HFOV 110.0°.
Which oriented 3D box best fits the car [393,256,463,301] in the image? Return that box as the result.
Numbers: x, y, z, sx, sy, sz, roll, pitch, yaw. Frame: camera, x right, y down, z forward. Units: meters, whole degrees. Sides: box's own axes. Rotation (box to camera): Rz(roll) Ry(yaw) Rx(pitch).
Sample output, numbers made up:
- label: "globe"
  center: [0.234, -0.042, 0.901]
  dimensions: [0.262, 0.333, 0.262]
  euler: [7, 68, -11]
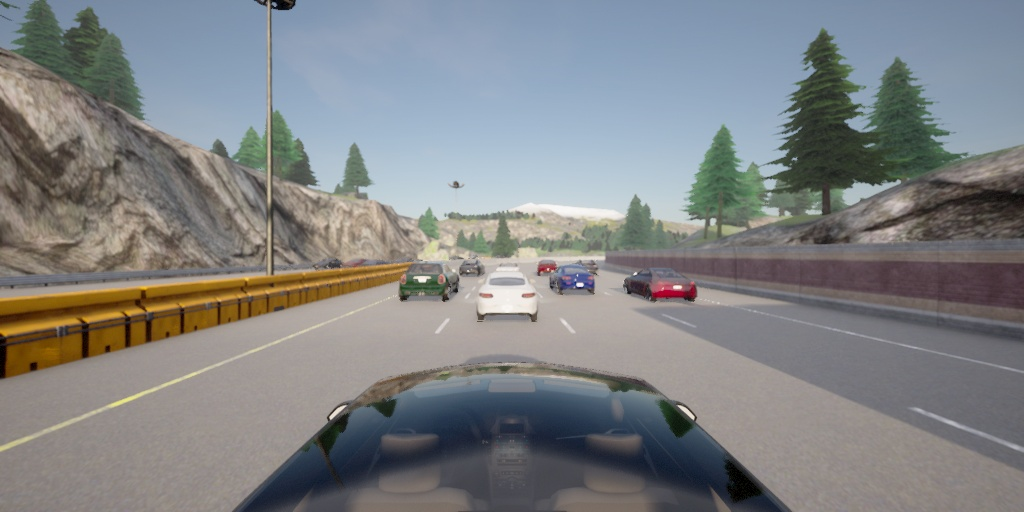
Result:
- label: "car"
  center: [-3.787, 1.034, 17.058]
  dimensions: [2.097, 1.767, 4.553]
  euler: [0, 0, -1]

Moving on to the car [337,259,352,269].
- label: "car"
  center: [-20.115, 1.038, 46.817]
  dimensions: [1.882, 1.535, 5.008]
  euler: [0, 0, 8]

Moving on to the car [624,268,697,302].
- label: "car"
  center: [6.724, 1.239, 16.668]
  dimensions: [1.994, 1.385, 4.181]
  euler: [0, 0, -1]

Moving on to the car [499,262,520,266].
- label: "car"
  center: [-0.245, 1.211, 31.996]
  dimensions: [1.895, 1.301, 4.718]
  euler: [0, 0, 3]

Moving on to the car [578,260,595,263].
- label: "car"
  center: [6.865, 1.086, 33.646]
  dimensions: [2.128, 1.511, 4.902]
  euler: [0, 0, 3]

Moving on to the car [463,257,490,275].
- label: "car"
  center: [-3.649, 1.098, 33.426]
  dimensions: [2.128, 1.511, 4.902]
  euler: [0, 0, 3]

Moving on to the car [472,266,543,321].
- label: "car"
  center: [-0.175, 1.227, 12.116]
  dimensions: [1.812, 1.442, 4.674]
  euler: [0, 0, -1]

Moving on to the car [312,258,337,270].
- label: "car"
  center: [-23.700, 1.069, 46.455]
  dimensions: [1.837, 1.490, 4.892]
  euler: [0, 1, 8]

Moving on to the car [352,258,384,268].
- label: "car"
  center: [-16.979, 1.117, 44.156]
  dimensions: [2.033, 1.411, 5.357]
  euler: [0, 0, 7]

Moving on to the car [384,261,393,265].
- label: "car"
  center: [-13.422, 1.073, 44.071]
  dimensions: [1.837, 1.490, 4.892]
  euler: [0, 0, 7]

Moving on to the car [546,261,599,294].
- label: "car"
  center: [3.156, 1.191, 19.278]
  dimensions: [1.812, 1.442, 4.674]
  euler: [0, 0, -2]

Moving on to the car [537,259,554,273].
- label: "car"
  center: [3.454, 1.070, 35.052]
  dimensions: [1.882, 1.535, 5.008]
  euler: [0, 0, 4]
